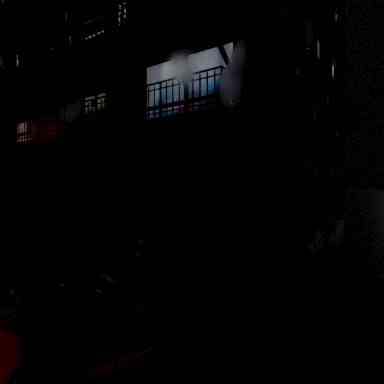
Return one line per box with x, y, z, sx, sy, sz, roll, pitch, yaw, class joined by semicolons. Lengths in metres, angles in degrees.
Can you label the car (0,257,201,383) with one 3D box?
-2.012;1.545;4.306;4.507;1.381;1.887;0;0;35;car
